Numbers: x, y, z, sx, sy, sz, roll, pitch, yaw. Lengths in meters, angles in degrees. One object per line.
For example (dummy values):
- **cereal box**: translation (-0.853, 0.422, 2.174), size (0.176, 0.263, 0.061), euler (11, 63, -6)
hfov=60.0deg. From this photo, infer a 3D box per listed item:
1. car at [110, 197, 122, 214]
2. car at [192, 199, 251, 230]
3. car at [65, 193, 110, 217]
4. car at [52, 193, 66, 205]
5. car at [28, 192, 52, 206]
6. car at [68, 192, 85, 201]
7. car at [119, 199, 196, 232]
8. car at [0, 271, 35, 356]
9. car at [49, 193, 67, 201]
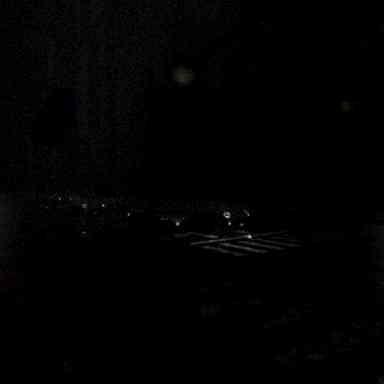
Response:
- **car**: translation (-7.716, 1.245, 33.132), size (1.882, 1.535, 5.008), euler (-1, 1, -36)
- **car**: translation (1.449, 1.247, 20.443), size (2.097, 1.767, 4.553), euler (-1, 1, -37)
- **car**: translation (-9.475, 1.181, 30.001), size (2.097, 1.767, 4.553), euler (-1, 1, -36)
- **car**: translation (-19.450, 0.956, 49.616), size (2.097, 1.767, 4.553), euler (-1, 1, -36)
- **car**: translation (-21.823, 1.169, 47.348), size (1.837, 1.490, 4.892), euler (-1, 1, -36)
- **car**: translation (-22.919, 0.867, 65.761), size (1.882, 1.535, 5.008), euler (-1, 1, -36)
- **car**: translation (-2.202, 1.420, 19.881), size (2.128, 1.511, 4.902), euler (-1, 1, -36)
- **car**: translation (-4.221, 1.546, 3.640), size (4.507, 1.381, 1.887), euler (0, -1, -36)
- **car**: translation (-26.129, 0.977, 64.663), size (2.033, 1.411, 5.357), euler (-1, 1, -36)
